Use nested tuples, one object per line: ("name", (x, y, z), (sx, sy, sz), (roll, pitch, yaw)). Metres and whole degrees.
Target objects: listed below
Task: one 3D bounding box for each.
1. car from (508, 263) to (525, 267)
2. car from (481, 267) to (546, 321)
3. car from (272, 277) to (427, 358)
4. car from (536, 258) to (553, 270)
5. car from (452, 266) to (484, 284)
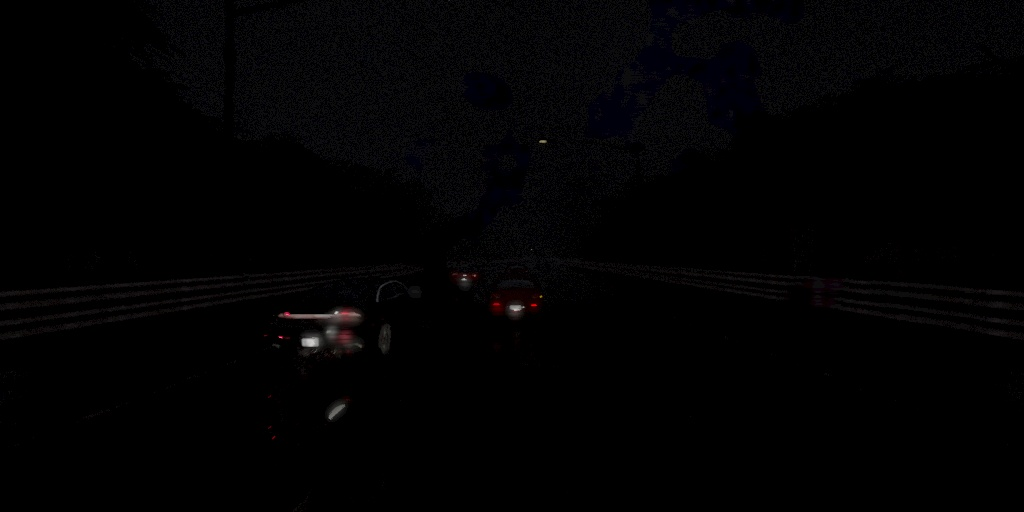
("car", (0.402, 1.322, 29.461), (1.812, 1.442, 4.674), (0, 0, 1))
("car", (0.122, 1.284, 12.301), (1.812, 1.442, 4.674), (0, 0, 0))
("car", (-3.385, 1.245, 8.478), (2.128, 1.511, 4.902), (0, 0, 0))
("car", (4.744, 1.419, 55.045), (2.128, 1.511, 4.902), (0, 0, 3))
("car", (-3.157, 1.389, 27.039), (1.895, 1.301, 4.718), (0, 0, 1))
